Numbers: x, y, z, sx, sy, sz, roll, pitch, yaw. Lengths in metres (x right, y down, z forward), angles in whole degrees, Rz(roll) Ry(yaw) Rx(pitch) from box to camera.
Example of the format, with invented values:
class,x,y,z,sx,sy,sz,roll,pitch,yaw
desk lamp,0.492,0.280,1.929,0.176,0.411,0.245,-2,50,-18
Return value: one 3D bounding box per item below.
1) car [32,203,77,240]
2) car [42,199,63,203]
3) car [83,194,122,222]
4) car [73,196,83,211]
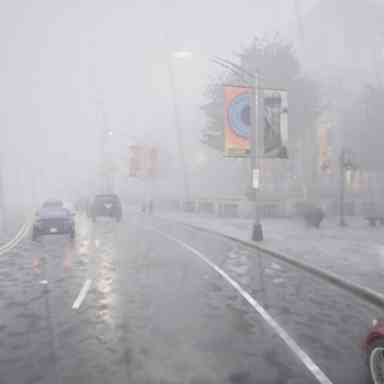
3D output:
class,x,y,z,sx,sy,sz,roll,pitch,yaw
car,-6.936,1.500,16.861,1.812,1.442,4.674,0,0,-20
car,-14.607,1.426,34.939,1.882,1.535,5.008,0,0,-24
car,-7.034,1.172,26.345,2.150,2.045,5.566,0,0,-23
car,-13.225,1.286,40.478,2.097,1.767,4.553,0,0,-24
